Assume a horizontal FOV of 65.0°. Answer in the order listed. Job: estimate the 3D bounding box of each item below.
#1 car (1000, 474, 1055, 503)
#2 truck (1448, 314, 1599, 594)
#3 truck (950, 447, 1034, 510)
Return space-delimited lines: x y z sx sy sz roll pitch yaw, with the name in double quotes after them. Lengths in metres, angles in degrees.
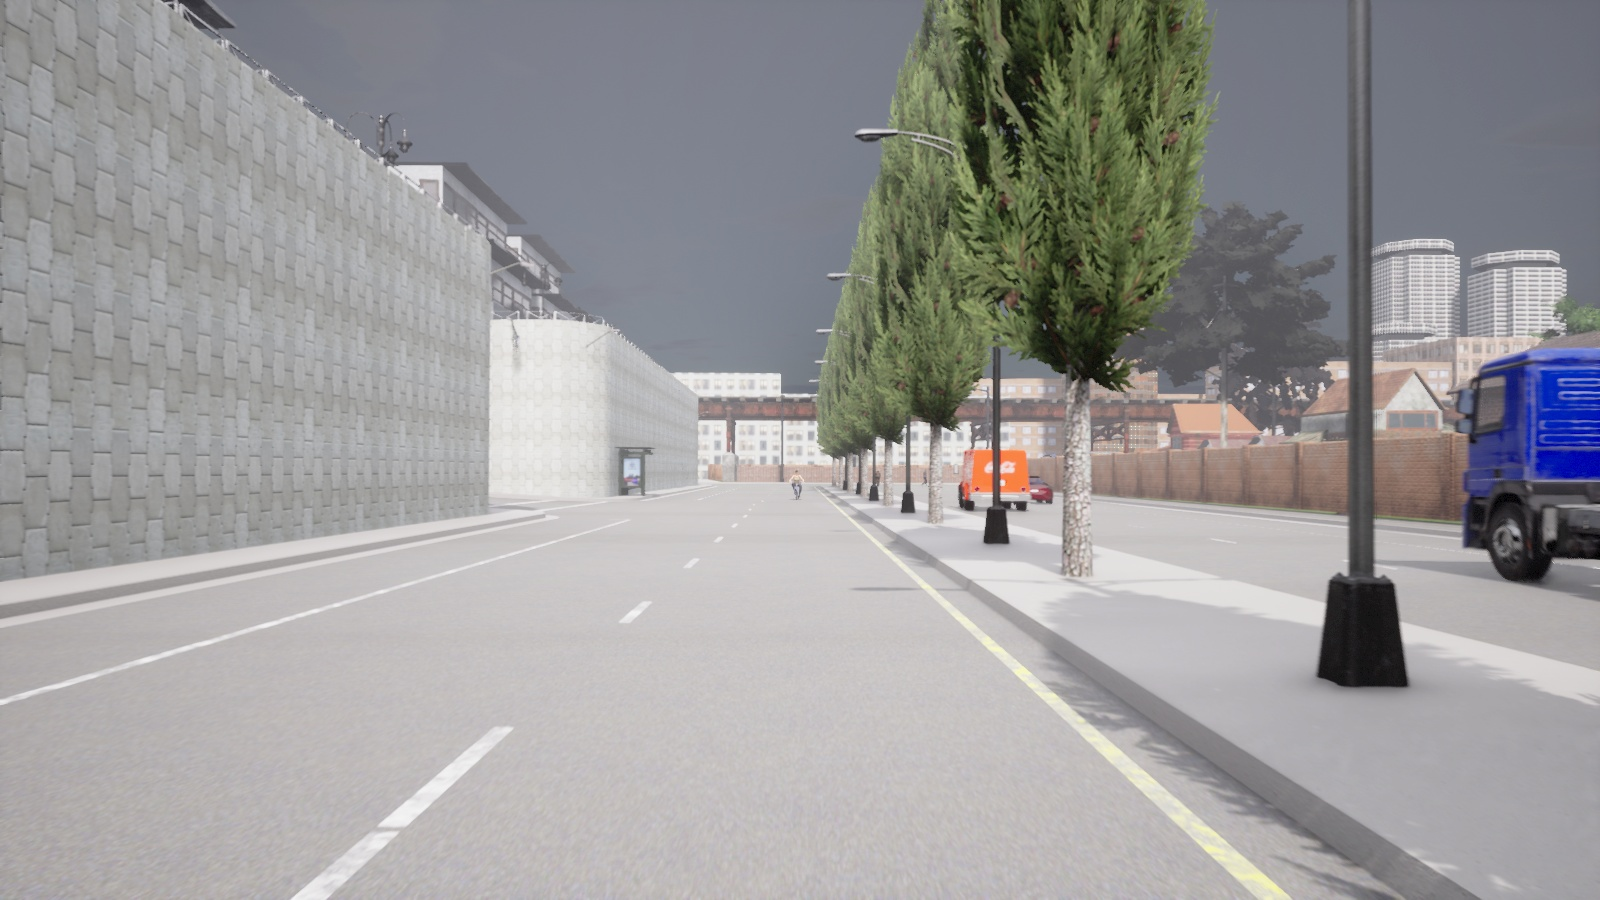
11.348 1.886 62.866 1.994 1.385 4.181 0 -1 0 "car"
11.403 0.055 15.982 2.891 3.462 7.936 0 -1 6 "truck"
7.872 1.168 52.045 2.627 2.467 5.204 0 -1 0 "truck"
